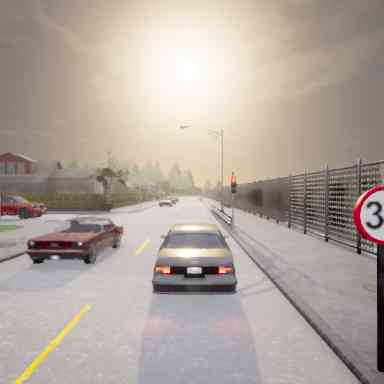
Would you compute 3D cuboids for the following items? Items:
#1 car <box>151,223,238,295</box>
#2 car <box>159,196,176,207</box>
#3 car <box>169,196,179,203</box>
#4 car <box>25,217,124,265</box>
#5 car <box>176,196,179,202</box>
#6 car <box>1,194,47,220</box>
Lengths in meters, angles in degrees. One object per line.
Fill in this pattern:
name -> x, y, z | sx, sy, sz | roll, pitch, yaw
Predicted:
car -> 0.071, 1.547, 8.880 | 2.033, 1.411, 5.357 | 0, 0, 1
car -> -3.995, 1.547, 51.723 | 2.033, 1.411, 5.357 | 0, 0, 0
car -> -3.860, 1.553, 71.571 | 1.994, 1.385, 4.181 | 0, 0, 0
car -> -3.885, 1.601, 11.877 | 1.895, 1.301, 4.718 | 0, 0, 3
car -> -3.943, 1.478, 61.567 | 1.882, 1.535, 5.008 | 0, 0, 0
car -> -15.079, 1.221, 27.525 | 5.566, 2.045, 2.150 | 0, 0, 1
